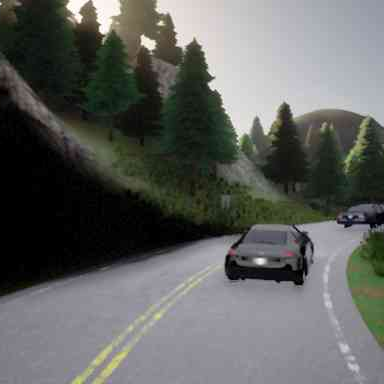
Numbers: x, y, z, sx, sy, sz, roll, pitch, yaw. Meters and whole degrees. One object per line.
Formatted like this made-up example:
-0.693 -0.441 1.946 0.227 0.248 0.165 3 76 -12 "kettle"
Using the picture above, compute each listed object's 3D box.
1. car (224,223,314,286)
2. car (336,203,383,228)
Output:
2.359 1.585 9.629 1.994 1.385 4.181 -2 -1 23 "car"
10.958 1.407 20.391 5.357 1.411 2.033 -2 -3 -38 "car"
